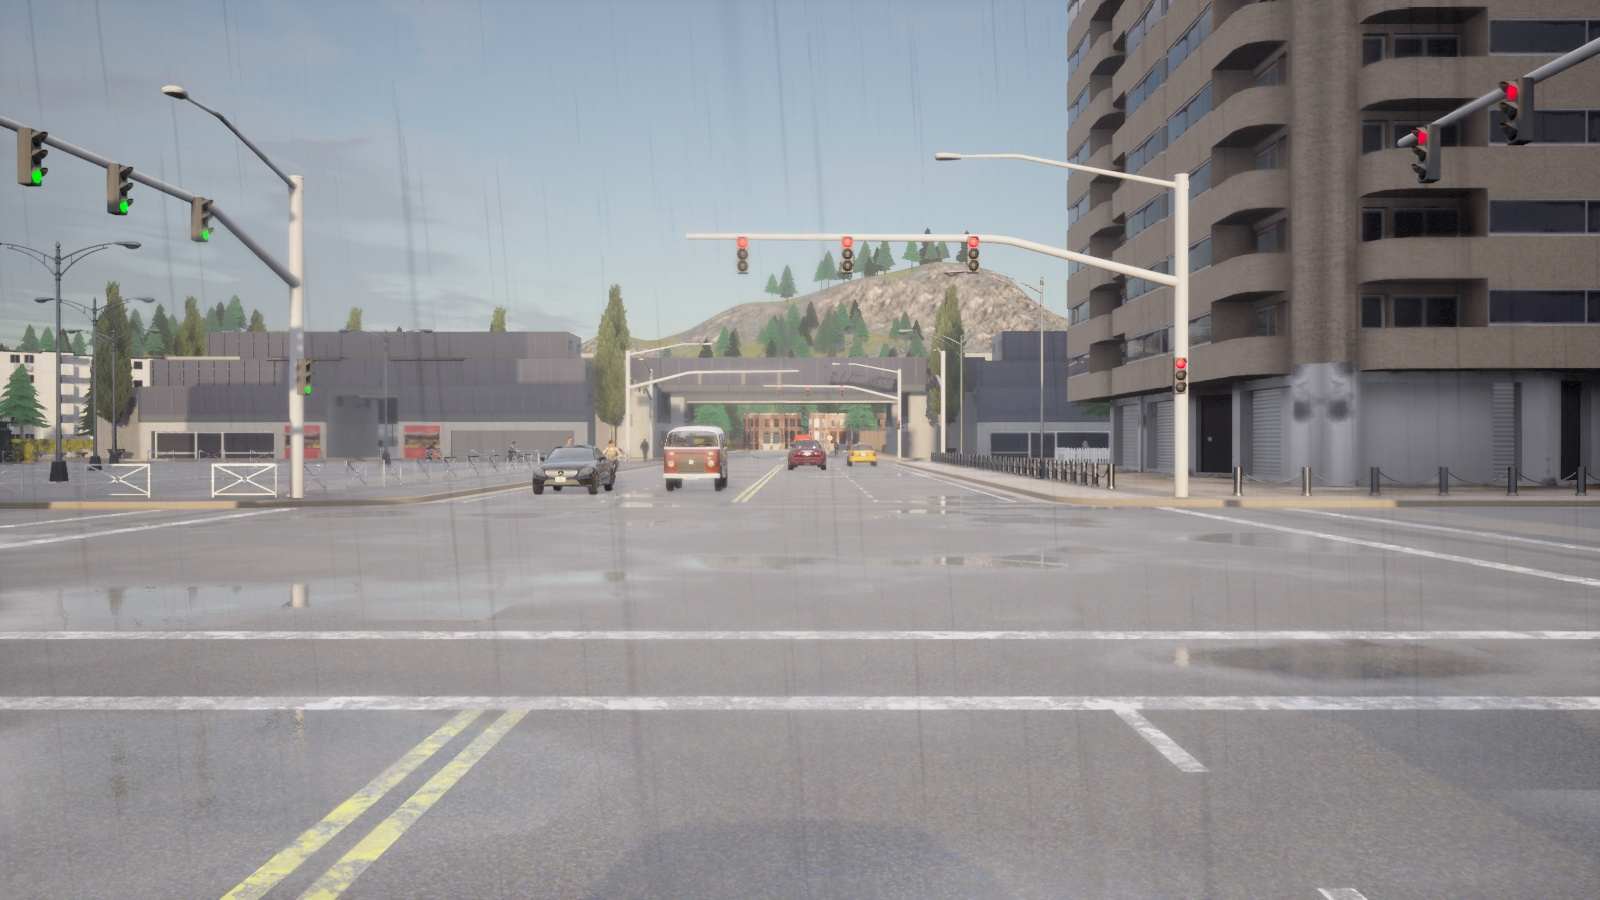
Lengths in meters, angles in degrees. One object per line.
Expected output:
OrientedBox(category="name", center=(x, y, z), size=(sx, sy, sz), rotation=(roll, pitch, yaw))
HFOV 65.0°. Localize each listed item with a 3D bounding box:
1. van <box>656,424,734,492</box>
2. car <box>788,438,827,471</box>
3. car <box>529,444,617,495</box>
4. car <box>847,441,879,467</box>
OrientedBox(category="van", center=(-3.262, 0.242, 39.909), size=(2.069, 2.038, 4.480), rotation=(0, 0, 0))
OrientedBox(category="car", center=(0.404, 0.211, 69.817), size=(2.097, 1.767, 4.553), rotation=(0, 0, 0))
OrientedBox(category="car", center=(-6.774, 0.553, 37.914), size=(1.812, 1.442, 4.674), rotation=(0, 0, 0))
OrientedBox(category="car", center=(3.962, 0.236, 80.183), size=(1.801, 1.575, 5.366), rotation=(0, 0, 0))
